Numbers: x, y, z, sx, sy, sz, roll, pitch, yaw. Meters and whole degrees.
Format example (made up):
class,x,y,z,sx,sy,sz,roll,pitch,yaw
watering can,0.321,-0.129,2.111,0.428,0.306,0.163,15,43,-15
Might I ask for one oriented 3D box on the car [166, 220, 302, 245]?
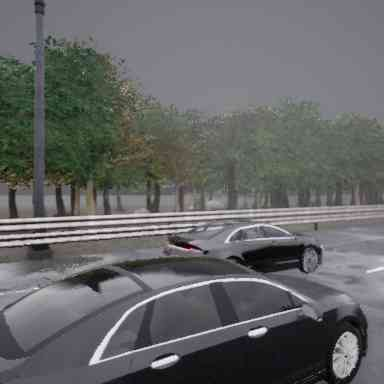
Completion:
class,x,y,z,sx,sy,sz,roll,pitch,yaw
car,1.536,1.509,9.052,4.902,1.511,2.128,0,0,-35

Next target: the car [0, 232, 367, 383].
class,x,y,z,sx,sy,sz,roll,pitch,yaw
car,0.065,1.511,3.762,4.892,1.490,1.837,0,0,-35
